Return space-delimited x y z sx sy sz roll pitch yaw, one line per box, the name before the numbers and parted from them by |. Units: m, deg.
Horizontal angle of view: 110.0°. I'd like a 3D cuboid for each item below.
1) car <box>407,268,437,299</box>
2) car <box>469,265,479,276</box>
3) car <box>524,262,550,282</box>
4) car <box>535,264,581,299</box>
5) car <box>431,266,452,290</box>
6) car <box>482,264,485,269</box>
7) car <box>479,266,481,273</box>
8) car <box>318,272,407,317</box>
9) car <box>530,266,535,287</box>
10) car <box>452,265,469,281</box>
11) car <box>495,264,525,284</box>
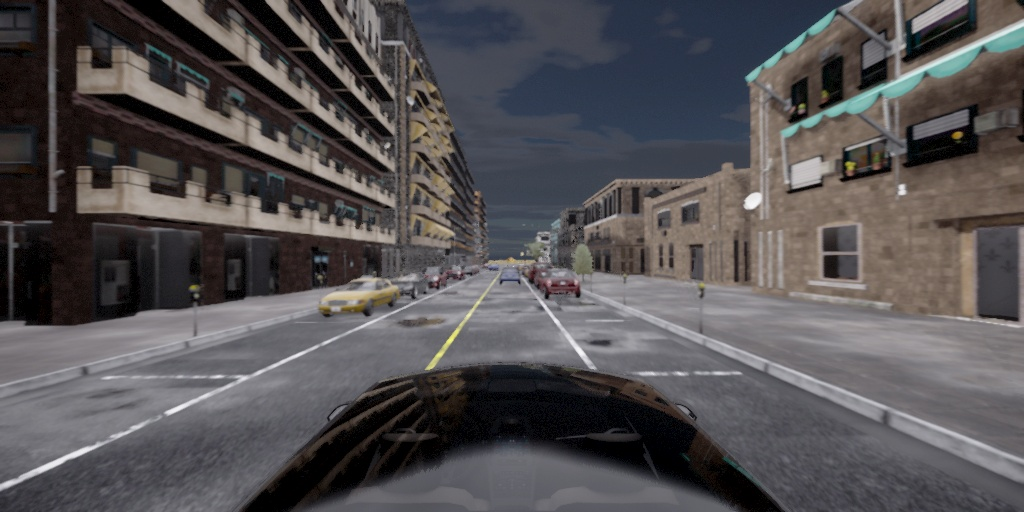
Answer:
car | -5.833 1.579 20.112 2.007 1.370 4.403 0 0 0
car | -6.033 1.991 48.496 1.948 1.339 4.313 0 0 0
car | 2.480 1.464 31.504 2.192 1.841 5.009 0 0 0
car | 2.590 1.431 20.152 1.967 1.591 4.097 0 0 0
car | -5.841 1.547 25.789 1.967 1.591 4.097 0 0 0
car | -6.121 2.136 59.850 2.007 1.370 4.403 0 0 0
car | -6.077 2.050 54.172 1.888 1.381 4.507 0 0 0
car | -5.840 1.475 14.265 1.751 1.417 4.829 0 0 0
car | 2.524 1.653 25.827 1.802 1.307 4.207 0 0 0
car | -5.951 1.706 37.142 1.967 1.591 4.097 0 0 0
car | -0.152 1.710 31.539 2.033 1.411 5.357 0 -1 0
